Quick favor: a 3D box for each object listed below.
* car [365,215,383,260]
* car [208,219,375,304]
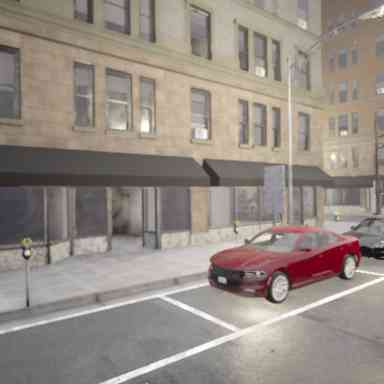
[{"bbox_3d":[6.760,1.492,11.517,4.313,1.339,1.947,-1,0,-38],"label":"car"},{"bbox_3d":[2.398,1.525,8.150,4.507,1.381,1.887,-1,0,-38],"label":"car"}]
